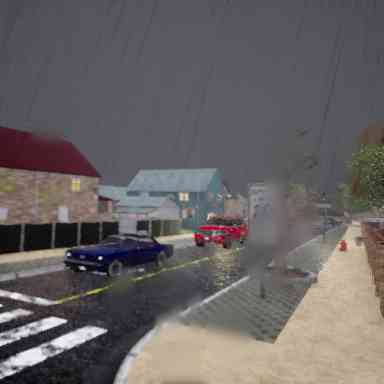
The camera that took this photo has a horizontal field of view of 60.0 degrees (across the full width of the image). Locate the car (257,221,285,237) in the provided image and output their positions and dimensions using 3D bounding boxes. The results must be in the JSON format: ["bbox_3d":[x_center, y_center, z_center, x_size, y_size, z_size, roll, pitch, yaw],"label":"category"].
[{"bbox_3d":[8.506,3.853,35.539,1.812,1.442,4.674,0,-3,27],"label":"car"}]

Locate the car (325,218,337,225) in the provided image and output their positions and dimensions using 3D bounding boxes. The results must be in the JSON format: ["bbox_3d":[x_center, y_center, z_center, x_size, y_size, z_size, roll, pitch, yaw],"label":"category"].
[{"bbox_3d":[30.298,6.477,73.252,1.812,1.442,4.674,0,-4,26],"label":"car"}]

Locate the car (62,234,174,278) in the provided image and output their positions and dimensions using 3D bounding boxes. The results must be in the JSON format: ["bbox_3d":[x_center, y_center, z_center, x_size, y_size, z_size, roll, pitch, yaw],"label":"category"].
[{"bbox_3d":[-2.656,2.363,13.045,1.895,1.301,4.718,0,-3,27],"label":"car"}]

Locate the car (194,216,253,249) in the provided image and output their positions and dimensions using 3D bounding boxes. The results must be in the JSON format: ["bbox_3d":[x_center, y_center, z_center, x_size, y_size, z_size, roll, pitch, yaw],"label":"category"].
[{"bbox_3d":[2.152,2.652,22.712,2.150,2.045,5.566,0,-4,26],"label":"car"}]

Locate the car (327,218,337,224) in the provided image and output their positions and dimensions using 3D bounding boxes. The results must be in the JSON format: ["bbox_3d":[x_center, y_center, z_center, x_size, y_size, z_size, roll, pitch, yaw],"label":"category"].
[{"bbox_3d":[34.640,7.205,82.043,2.033,1.411,5.357,0,-4,26],"label":"car"}]

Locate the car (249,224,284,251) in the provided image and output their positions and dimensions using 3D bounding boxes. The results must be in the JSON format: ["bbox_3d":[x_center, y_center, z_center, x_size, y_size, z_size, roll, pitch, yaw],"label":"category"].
[{"bbox_3d":[5.106,3.029,22.266,1.812,1.442,4.674,0,-4,26],"label":"car"}]
